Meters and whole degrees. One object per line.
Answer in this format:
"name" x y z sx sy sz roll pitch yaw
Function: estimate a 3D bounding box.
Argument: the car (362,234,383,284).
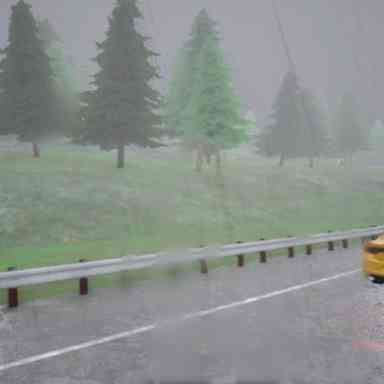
"car" 6.237 1.480 8.372 5.008 1.535 1.882 0 0 -37
